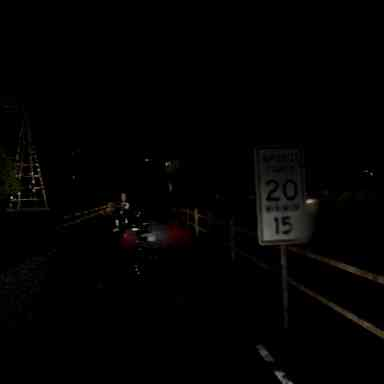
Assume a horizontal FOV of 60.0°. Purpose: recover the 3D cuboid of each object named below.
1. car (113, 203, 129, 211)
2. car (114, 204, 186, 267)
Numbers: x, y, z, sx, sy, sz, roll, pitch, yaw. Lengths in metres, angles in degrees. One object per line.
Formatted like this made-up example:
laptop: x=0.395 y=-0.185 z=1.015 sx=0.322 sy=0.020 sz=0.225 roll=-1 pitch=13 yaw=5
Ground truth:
car: x=-8.361 y=2.085 z=40.258 sx=2.128 sy=1.511 sz=4.902 roll=-2 pitch=0 yaw=-8
car: x=-1.524 y=1.486 z=12.366 sx=2.097 sy=1.767 sz=4.553 roll=-2 pitch=0 yaw=-8
